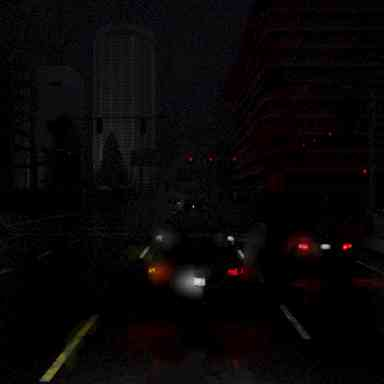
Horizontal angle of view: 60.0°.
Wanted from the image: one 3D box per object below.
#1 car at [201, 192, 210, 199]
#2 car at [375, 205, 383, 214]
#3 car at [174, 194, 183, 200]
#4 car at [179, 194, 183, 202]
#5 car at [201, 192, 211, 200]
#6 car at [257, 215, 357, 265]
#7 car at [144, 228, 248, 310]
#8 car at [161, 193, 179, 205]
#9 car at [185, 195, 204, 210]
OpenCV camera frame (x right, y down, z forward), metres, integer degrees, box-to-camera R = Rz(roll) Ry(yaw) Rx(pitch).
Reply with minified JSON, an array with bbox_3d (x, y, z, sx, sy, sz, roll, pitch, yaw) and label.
[{"bbox_3d":[3.642,0.935,90.493,2.150,2.045,5.566,0,0,0],"label":"car"},{"bbox_3d":[16.358,1.416,25.153,5.357,1.411,2.033,0,0,-8],"label":"car"},{"bbox_3d":[-3.368,1.260,84.072,2.128,1.511,4.902,0,0,0],"label":"car"},{"bbox_3d":[-3.392,1.390,68.846,1.895,1.301,4.718,0,0,0],"label":"car"},{"bbox_3d":[3.626,1.251,80.610,1.837,1.490,4.892,0,0,0],"label":"car"},{"bbox_3d":[3.607,1.513,11.450,2.033,1.411,5.357,0,0,0],"label":"car"},{"bbox_3d":[0.081,1.540,7.834,1.994,1.385,4.181,0,0,0],"label":"car"},{"bbox_3d":[-3.495,1.342,53.710,1.837,1.490,4.892,0,0,0],"label":"car"},{"bbox_3d":[0.157,1.369,39.192,1.837,1.490,4.892,0,0,0],"label":"car"}]
